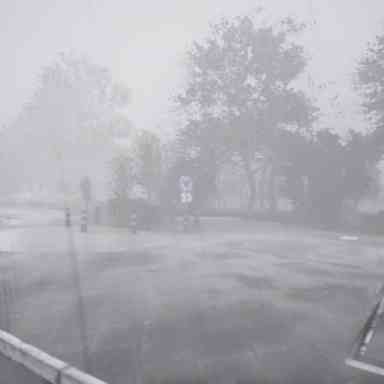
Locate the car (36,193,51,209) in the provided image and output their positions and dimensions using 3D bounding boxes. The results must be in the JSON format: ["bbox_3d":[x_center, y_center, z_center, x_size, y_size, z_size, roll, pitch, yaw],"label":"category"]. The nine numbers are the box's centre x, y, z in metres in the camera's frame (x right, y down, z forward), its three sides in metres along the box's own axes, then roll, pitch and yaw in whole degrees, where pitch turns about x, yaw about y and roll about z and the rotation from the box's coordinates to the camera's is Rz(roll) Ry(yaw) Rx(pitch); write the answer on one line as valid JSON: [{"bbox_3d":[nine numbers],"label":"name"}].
[{"bbox_3d":[-12.375,0.822,32.861,2.185,1.767,4.553,2,1,36],"label":"car"}]

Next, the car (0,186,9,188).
[{"bbox_3d":[-23.472,0.242,40.917,2.435,2.045,5.566,2,1,36],"label":"car"}]

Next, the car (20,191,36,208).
[{"bbox_3d":[-14.554,0.889,34.368,2.163,1.488,4.792,2,1,36],"label":"car"}]

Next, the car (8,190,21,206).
[{"bbox_3d":[-16.779,0.808,36.017,2.002,1.452,4.674,2,1,36],"label":"car"}]

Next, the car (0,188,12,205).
[{"bbox_3d":[-19.125,0.673,37.495,1.946,1.575,5.366,2,1,36],"label":"car"}]

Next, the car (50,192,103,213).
[{"bbox_3d":[-10.158,1.039,31.206,2.097,1.535,5.008,2,1,36],"label":"car"}]
